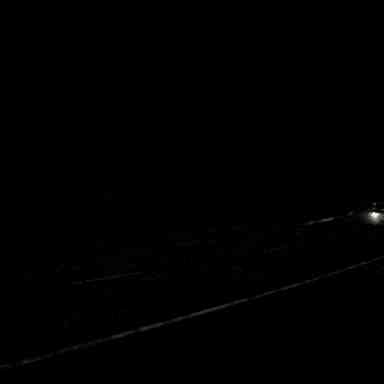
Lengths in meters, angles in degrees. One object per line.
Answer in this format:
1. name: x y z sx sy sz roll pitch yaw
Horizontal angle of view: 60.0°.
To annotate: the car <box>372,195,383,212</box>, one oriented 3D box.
1. car: 20.956 1.186 36.165 2.097 1.767 4.553 -1 1 35
